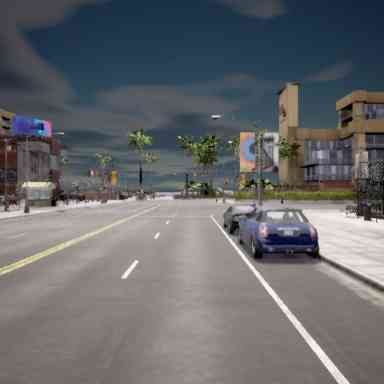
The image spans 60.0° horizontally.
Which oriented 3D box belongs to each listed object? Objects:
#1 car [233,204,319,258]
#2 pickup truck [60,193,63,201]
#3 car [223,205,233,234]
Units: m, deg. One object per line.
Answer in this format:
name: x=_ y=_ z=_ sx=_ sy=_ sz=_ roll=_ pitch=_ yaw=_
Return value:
car: x=3.040 y=1.320 z=12.632 sx=2.185 sy=1.767 sz=4.553 roll=0 pitch=0 yaw=0
pickup truck: x=-28.603 y=1.062 z=79.524 sx=6.274 sy=2.098 sz=2.390 roll=0 pitch=0 yaw=0
car: x=2.900 y=1.446 z=19.057 sx=2.097 sy=1.535 sz=5.008 roll=0 pitch=0 yaw=0
